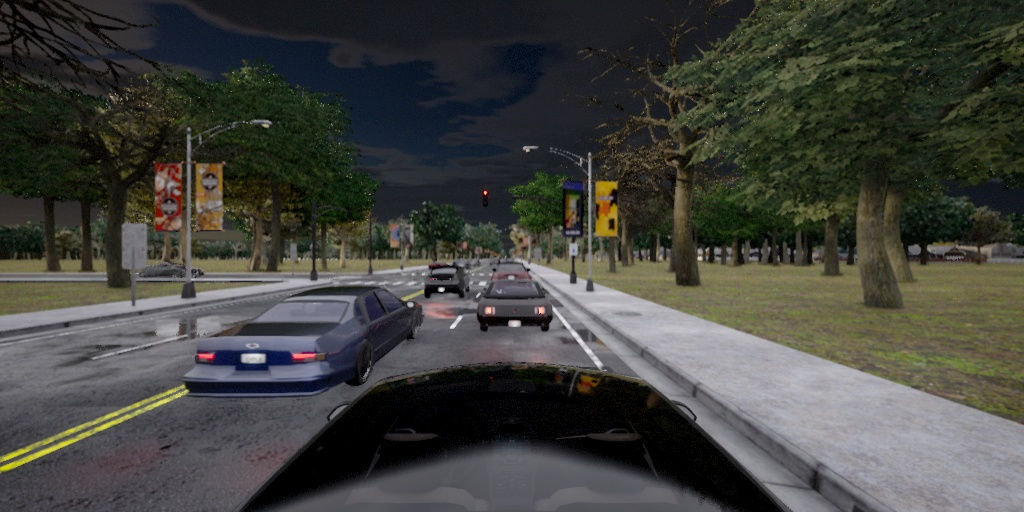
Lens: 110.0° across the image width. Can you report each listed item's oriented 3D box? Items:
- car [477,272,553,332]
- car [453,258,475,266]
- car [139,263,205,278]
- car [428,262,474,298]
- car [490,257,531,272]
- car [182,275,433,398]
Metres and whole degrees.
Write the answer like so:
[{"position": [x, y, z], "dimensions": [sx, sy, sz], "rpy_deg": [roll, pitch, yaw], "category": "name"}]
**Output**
[{"position": [0.059, 1.340, 10.856], "dimensions": [1.895, 1.301, 4.718], "rpy_deg": [0, 0, 0], "category": "car"}, {"position": [-6.839, 1.195, 49.637], "dimensions": [2.128, 1.511, 4.902], "rpy_deg": [0, 0, 0], "category": "car"}, {"position": [-28.562, 1.250, 30.193], "dimensions": [4.181, 1.385, 1.994], "rpy_deg": [0, 0, 0], "category": "car"}, {"position": [-3.210, 1.235, 18.313], "dimensions": [1.837, 1.490, 4.892], "rpy_deg": [0, 0, -2], "category": "car"}, {"position": [-0.027, 1.081, 19.841], "dimensions": [2.097, 1.767, 4.553], "rpy_deg": [0, 0, 0], "category": "car"}, {"position": [-3.168, 1.291, 6.875], "dimensions": [2.033, 1.411, 5.357], "rpy_deg": [0, 0, 0], "category": "car"}]
